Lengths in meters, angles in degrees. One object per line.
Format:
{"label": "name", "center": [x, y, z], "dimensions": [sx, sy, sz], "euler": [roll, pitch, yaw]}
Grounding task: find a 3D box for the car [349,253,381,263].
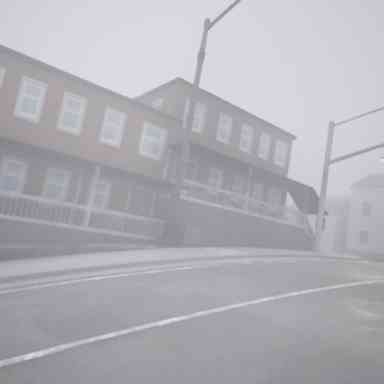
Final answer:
{"label": "car", "center": [15.622, 6.567, 31.630], "dimensions": [1.994, 1.385, 4.181], "euler": [14, -17, -34]}
